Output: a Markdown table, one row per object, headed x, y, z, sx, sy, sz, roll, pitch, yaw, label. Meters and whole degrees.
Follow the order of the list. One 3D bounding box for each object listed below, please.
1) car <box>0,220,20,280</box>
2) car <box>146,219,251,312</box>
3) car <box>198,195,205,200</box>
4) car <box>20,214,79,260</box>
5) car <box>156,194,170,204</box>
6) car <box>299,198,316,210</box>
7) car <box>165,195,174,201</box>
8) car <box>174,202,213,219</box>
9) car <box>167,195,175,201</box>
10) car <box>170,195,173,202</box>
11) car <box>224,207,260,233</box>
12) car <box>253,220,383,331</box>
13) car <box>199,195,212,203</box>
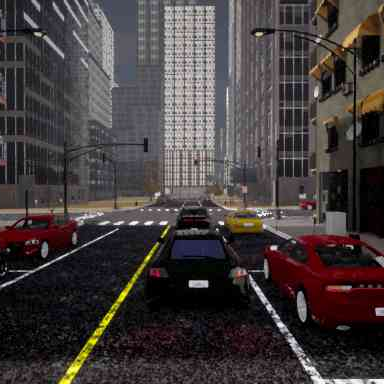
| x | y | z | sx | sy | sz | roll | pitch | yaw | label |
| --- | --- | --- | --- | --- | --- | --- | --- | --- | --- |
| -5.696 | 1.439 | 6.914 | 1.967 | 1.590 | 4.097 | -1 | 0 | 0 | car |
| 0.108 | 1.563 | 7.778 | 1.994 | 1.385 | 4.181 | 0 | 0 | 0 | car |
| 2.741 | 1.582 | 94.826 | 1.802 | 1.307 | 4.206 | -1 | 0 | 0 | car |
| -5.691 | 1.543 | 12.438 | 1.887 | 1.381 | 4.507 | -1 | 0 | 0 | car |
| -5.660 | 1.542 | 61.474 | 1.887 | 1.381 | 4.507 | -1 | 0 | 0 | car |
| 14.274 | 1.256 | 37.060 | 4.507 | 1.381 | 1.887 | -1 | 1 | 0 | car |
| -5.648 | 1.524 | 83.543 | 1.752 | 1.417 | 4.829 | -1 | 0 | 0 | car |
| 0.088 | 1.503 | 17.763 | 1.837 | 1.490 | 4.892 | 0 | 0 | -1 | car |
| -5.643 | 1.544 | 89.272 | 1.887 | 1.381 | 4.507 | -1 | 0 | 0 | car |
| -5.659 | 1.313 | 67.034 | 2.192 | 1.841 | 5.009 | -1 | 0 | 0 | car |
| 2.693 | 1.523 | 18.112 | 1.752 | 1.417 | 4.829 | -1 | 0 | 0 | car |
| 2.686 | 1.544 | 6.895 | 1.887 | 1.381 | 4.507 | -1 | 0 | 0 | car |
| 2.718 | 1.437 | 61.468 | 1.967 | 1.590 | 4.097 | -1 | 0 | 0 | car |
